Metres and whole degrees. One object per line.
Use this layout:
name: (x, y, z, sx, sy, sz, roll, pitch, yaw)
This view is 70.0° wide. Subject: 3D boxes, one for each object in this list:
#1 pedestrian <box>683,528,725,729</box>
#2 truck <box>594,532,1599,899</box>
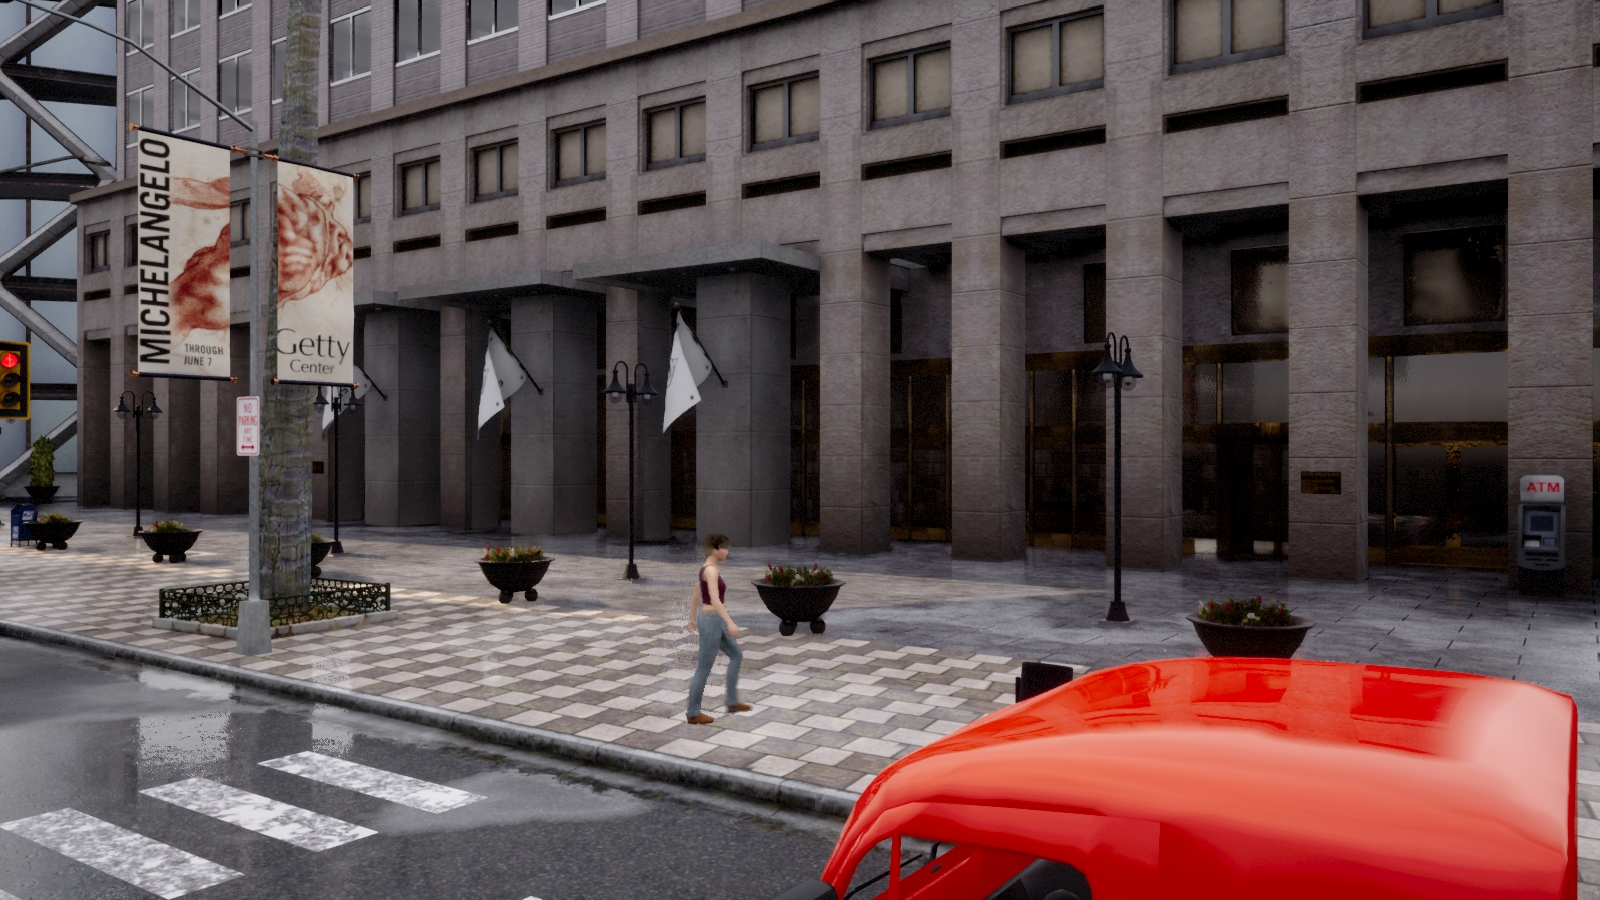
pedestrian: (-0.924, 1.694, 10.961, 0.375, 1.860, 0.375, 0, 0, -9)
truck: (2.439, 1.568, 2.094, 5.204, 2.467, 2.627, 0, 0, 35)
